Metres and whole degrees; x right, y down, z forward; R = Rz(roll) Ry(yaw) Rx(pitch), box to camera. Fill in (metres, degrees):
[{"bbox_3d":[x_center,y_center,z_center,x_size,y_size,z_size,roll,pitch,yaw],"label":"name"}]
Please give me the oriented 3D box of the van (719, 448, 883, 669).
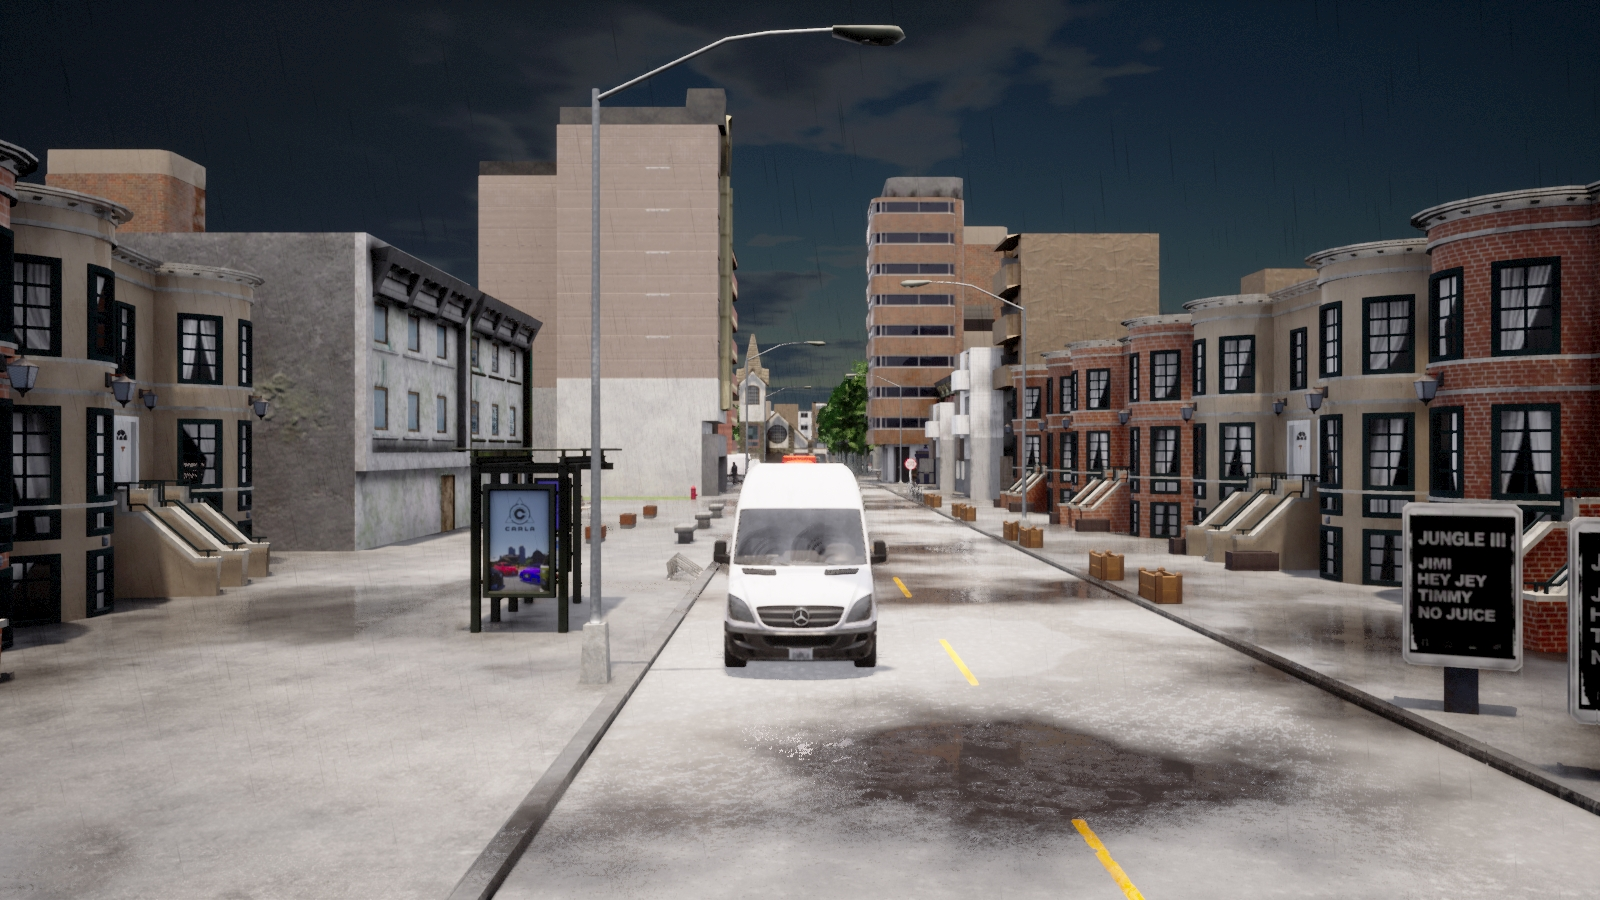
[{"bbox_3d":[0.008,1.315,16.778,1.988,2.561,5.915,0,1,0],"label":"van"}]
